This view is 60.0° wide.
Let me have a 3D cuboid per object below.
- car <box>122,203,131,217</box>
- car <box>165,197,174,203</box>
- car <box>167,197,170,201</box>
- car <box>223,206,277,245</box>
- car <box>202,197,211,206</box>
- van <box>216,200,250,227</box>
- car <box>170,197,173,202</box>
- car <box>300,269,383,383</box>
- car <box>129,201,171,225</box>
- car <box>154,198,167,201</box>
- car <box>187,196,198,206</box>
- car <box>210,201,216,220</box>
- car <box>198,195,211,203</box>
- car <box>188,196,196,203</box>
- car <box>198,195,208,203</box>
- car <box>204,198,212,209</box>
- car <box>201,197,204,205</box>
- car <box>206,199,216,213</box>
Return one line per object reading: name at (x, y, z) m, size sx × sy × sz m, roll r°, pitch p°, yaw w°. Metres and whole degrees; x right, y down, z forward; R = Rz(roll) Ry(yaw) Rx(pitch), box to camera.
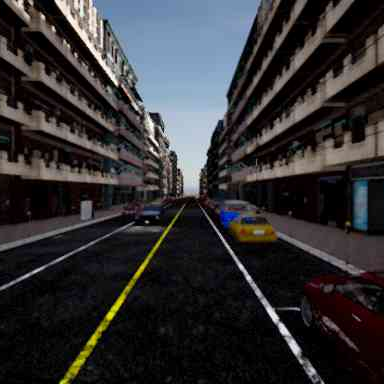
car at (-5.696, 1.714, 32.511) m, size 1.802 × 1.307 × 4.206 m, roll -1°, pitch 0°, yaw 0°
car at (-5.691, 1.938, 83.675) m, size 1.887 × 1.381 × 4.507 m, roll -1°, pitch 0°, yaw 0°
car at (-5.694, 1.820, 60.936) m, size 2.008 × 1.369 × 4.403 m, roll -1°, pitch 0°, yaw 0°
car at (2.681, 1.585, 15.624) m, size 1.752 × 1.417 × 4.829 m, roll -1°, pitch 0°, yaw 0°
car at (2.685, 1.729, 43.877) m, size 1.887 × 1.381 × 4.507 m, roll -1°, pitch 0°, yaw 0°
van at (2.680, 1.424, 21.140) m, size 1.690 × 1.788 × 3.998 m, roll -1°, pitch 0°, yaw 0°
car at (-5.693, 1.874, 72.305) m, size 1.887 × 1.381 × 4.507 m, roll -1°, pitch 0°, yaw 0°
car at (2.681, 1.597, 4.084) m, size 1.802 × 1.307 × 4.206 m, roll -1°, pitch 0°, yaw 0°
car at (-3.035, 1.647, 25.112) m, size 2.033 × 1.411 × 5.357 m, roll 0°, pitch 0°, yaw 0°
car at (-5.695, 1.765, 55.081) m, size 1.752 × 1.417 × 4.829 m, roll -1°, pitch 0°, yaw 0°
car at (0.007, 1.786, 63.436) m, size 1.837 × 1.490 × 4.892 m, roll 0°, pitch 0°, yaw 0°
car at (2.683, 1.689, 26.823) m, size 1.802 × 1.307 × 4.206 m, roll -1°, pitch 0°, yaw 0°
car at (2.683, 1.585, 60.932) m, size 2.192 × 1.841 × 5.009 m, roll -1°, pitch 0°, yaw 0°
car at (0.008, 1.687, 73.854) m, size 1.882 × 1.535 × 5.008 m, roll 0°, pitch 0°, yaw 0°
car at (2.686, 1.709, 83.671) m, size 2.192 × 1.841 × 5.009 m, roll -1°, pitch 0°, yaw 0°
car at (2.685, 1.740, 38.193) m, size 1.802 × 1.307 × 4.206 m, roll -1°, pitch 0°, yaw 0°
car at (2.686, 1.794, 49.562) m, size 1.802 × 1.307 × 4.206 m, roll -1°, pitch 0°, yaw 0°
car at (2.684, 1.698, 32.508) m, size 1.947 × 1.339 × 4.313 m, roll -1°, pitch 0°, yaw 0°
